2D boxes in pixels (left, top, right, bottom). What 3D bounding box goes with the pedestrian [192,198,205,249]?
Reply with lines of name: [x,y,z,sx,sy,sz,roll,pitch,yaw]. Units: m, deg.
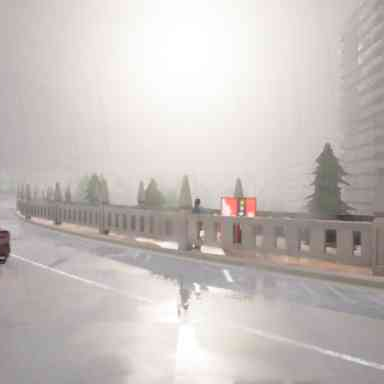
pedestrian: [0.183,1.132,12.042,0.375,1.860,0.375,0,0,41]

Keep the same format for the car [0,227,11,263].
car: [-7.597,1.460,10.876,5.008,1.535,1.882,0,0,44]

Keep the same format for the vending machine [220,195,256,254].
vending machine: [1.764,1.187,12.651,0.880,2.100,1.100,0,0,41]
